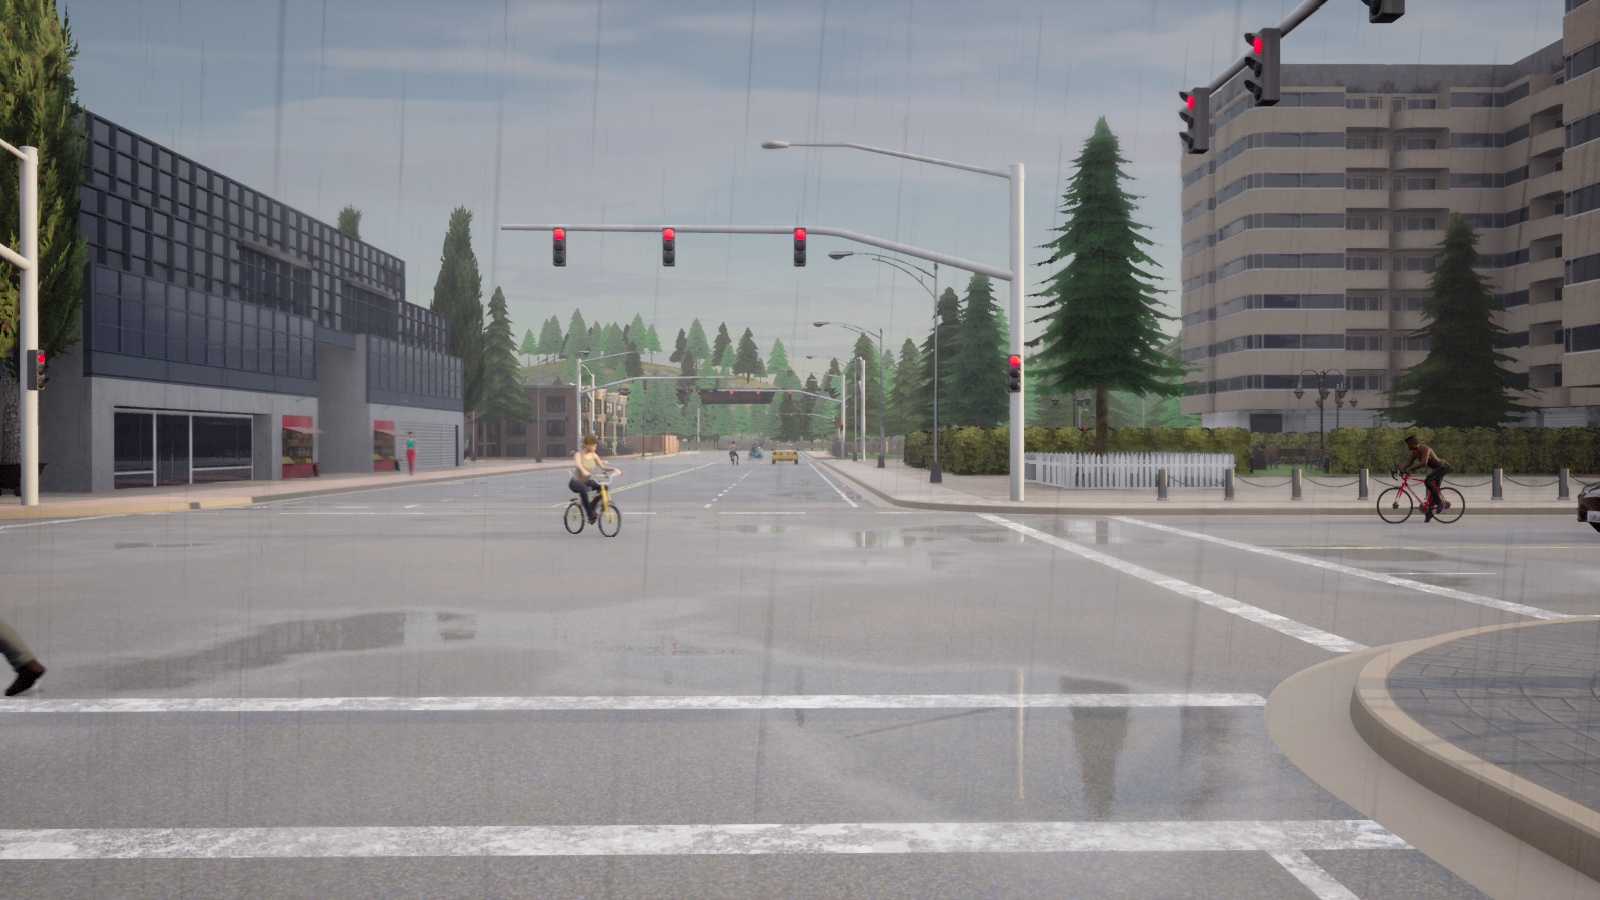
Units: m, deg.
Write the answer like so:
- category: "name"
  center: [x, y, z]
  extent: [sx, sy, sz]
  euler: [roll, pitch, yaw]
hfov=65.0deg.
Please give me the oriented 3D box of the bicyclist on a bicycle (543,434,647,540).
- category: "bicyclist on a bicycle"
  center: [-3.272, 0.567, 19.997]
  extent: [1.509, 1.612, 0.866]
  euler: [0, -1, 44]

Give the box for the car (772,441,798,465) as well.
- category: "car"
  center: [-1.048, 0.189, 87.747]
  extent: [1.801, 1.575, 5.366]
  euler: [0, 0, -1]

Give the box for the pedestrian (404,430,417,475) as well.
- category: "pedestrian"
  center: [-16.056, 0.100, 51.814]
  extent: [0.345, 1.836, 0.594]
  euler: [0, 0, -1]

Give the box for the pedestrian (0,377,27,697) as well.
- category: "pedestrian"
  center: [-5.001, 0.503, 7.343]
  extent: [0.720, 1.854, 0.376]
  euler: [0, 0, 0]

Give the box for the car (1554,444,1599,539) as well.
- category: "car"
  center: [14.827, 0.647, 19.625]
  extent: [4.792, 1.488, 2.163]
  euler: [0, 0, -1]

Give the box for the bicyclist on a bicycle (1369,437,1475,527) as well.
- category: "bicyclist on a bicycle"
  center: [11.414, 0.578, 23.080]
  extent: [1.656, 1.620, 0.582]
  euler: [0, 0, -1]
